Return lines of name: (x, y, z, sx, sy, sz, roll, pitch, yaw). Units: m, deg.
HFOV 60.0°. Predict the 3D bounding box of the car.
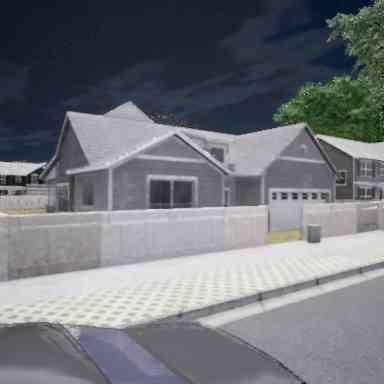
car: (-1.628, 1.549, 1.424, 5.357, 1.411, 2.033, 0, 0, -36)
